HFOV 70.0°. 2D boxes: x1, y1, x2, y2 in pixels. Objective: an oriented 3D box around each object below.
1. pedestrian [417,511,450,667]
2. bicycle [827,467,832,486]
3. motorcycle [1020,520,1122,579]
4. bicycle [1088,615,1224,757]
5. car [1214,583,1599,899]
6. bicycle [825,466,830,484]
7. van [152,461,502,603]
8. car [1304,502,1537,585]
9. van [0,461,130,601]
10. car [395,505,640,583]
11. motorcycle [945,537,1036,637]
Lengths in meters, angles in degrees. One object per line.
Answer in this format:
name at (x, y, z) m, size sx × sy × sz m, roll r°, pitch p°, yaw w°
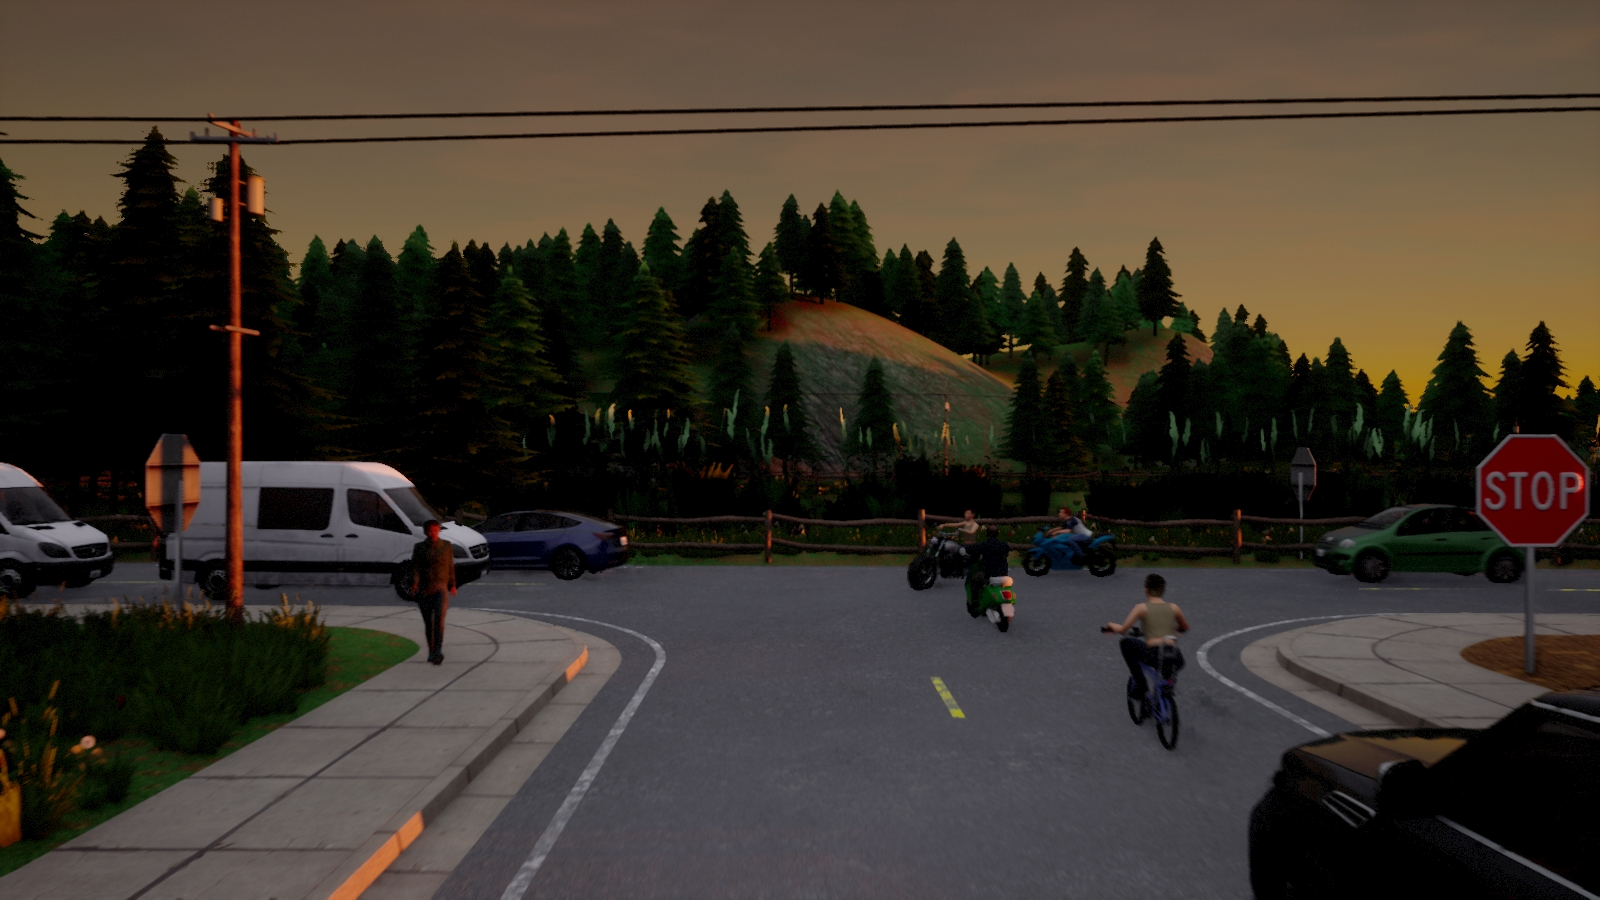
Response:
pedestrian at (-4.500, 1.694, 14.026) m, size 0.375 × 1.860 × 0.375 m, roll 0°, pitch 0°, yaw -19°
bicycle at (2.297, 2.061, 89.062) m, size 0.329 × 1.471 × 1.835 m, roll 0°, pitch 0°, yaw 0°
motorcycle at (5.867, 2.153, 24.775) m, size 2.033 × 1.199 × 0.803 m, roll 0°, pitch 0°, yaw 3°
bicycle at (3.426, 2.256, 11.138) m, size 0.859 × 1.080 × 1.487 m, roll 0°, pitch 0°, yaw 0°
car at (3.442, 1.781, 3.653) m, size 2.150 × 2.045 × 5.566 m, roll 0°, pitch 0°, yaw -1°
bicycle at (2.262, 2.058, 95.321) m, size 0.373 × 1.496 × 1.643 m, roll 0°, pitch 0°, yaw 0°
van at (-8.950, 1.500, 21.932) m, size 5.915 × 2.561 × 1.988 m, roll 0°, pitch 0°, yaw 2°
car at (13.175, 1.966, 24.450) m, size 3.988 × 1.617 × 1.851 m, roll 0°, pitch 0°, yaw 3°
van at (-16.572, 1.497, 22.255) m, size 5.915 × 2.561 × 1.988 m, roll 1°, pitch 0°, yaw 2°
car at (-6.163, 2.028, 25.249) m, size 4.792 × 1.488 × 2.163 m, roll 0°, pitch 0°, yaw 9°
motorcycle at (2.991, 2.131, 18.156) m, size 0.856 × 1.316 × 1.805 m, roll 0°, pitch 1°, yaw -11°
